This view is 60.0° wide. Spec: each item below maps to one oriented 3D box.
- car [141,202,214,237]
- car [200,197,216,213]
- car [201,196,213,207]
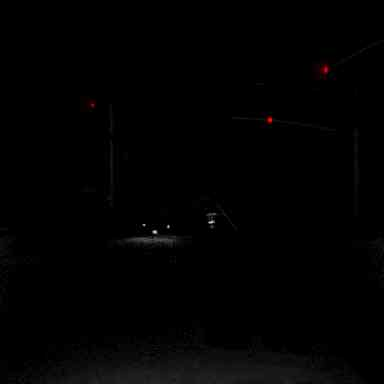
[{"bbox_3d":[-0.756,1.524,18.610,2.033,1.411,5.357,0,1,23],"label":"car"},{"bbox_3d":[1.507,1.514,35.360,1.994,1.385,4.181,0,0,3],"label":"car"},{"bbox_3d":[2.296,1.470,52.032,1.812,1.442,4.674,0,0,3],"label":"car"}]
